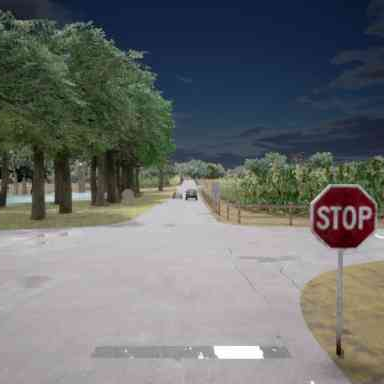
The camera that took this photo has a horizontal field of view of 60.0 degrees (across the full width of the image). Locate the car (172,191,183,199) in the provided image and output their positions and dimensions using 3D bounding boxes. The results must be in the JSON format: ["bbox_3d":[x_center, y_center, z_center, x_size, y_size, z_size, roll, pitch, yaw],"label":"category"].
[{"bbox_3d":[-2.844,0.620,65.451,1.812,1.442,4.674,0,2,0],"label":"car"}]

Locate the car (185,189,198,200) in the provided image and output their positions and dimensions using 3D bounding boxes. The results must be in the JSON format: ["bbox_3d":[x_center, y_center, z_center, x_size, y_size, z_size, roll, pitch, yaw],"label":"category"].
[{"bbox_3d":[-0.088,0.448,60.888,2.150,2.045,5.566,0,2,0],"label":"car"}]

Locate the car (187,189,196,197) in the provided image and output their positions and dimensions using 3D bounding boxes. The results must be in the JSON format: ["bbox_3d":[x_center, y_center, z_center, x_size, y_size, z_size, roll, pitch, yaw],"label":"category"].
[{"bbox_3d":[-0.102,0.217,71.272,1.882,1.535,5.008,0,2,0],"label":"car"}]
